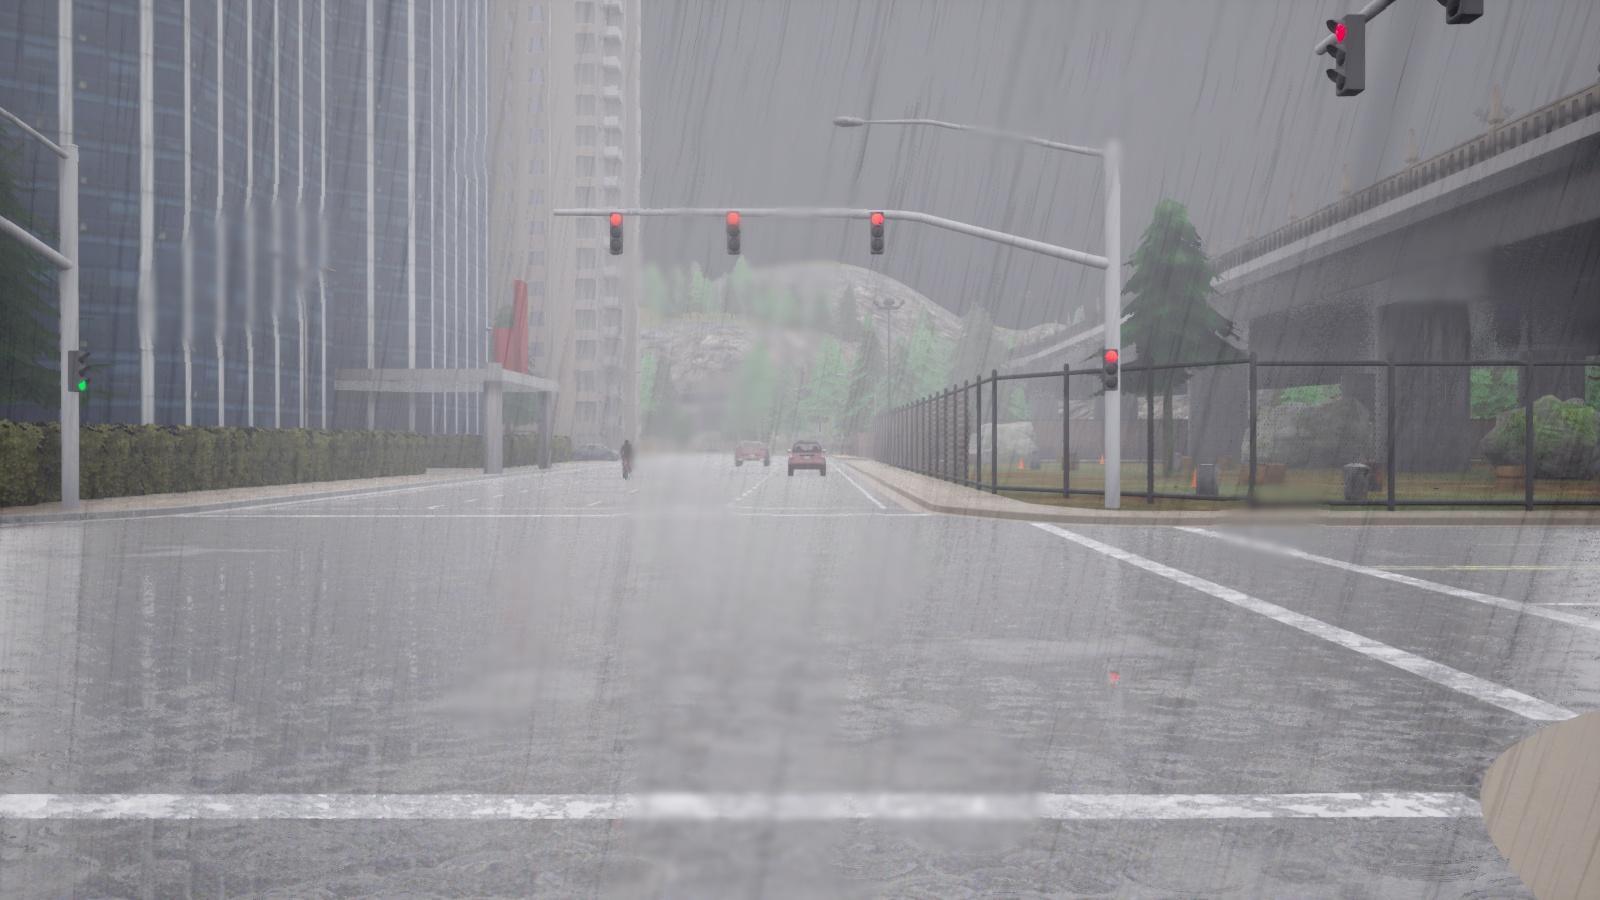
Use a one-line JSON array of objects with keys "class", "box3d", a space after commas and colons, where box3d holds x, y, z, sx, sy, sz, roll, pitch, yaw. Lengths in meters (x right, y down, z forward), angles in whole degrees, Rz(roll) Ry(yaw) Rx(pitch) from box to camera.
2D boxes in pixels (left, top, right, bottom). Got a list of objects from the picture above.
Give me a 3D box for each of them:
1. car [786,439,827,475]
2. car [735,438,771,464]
[{"class": "car", "box3d": [0.321, 0.314, 58.597, 1.851, 1.617, 3.988, 0, 0, 0]}, {"class": "car", "box3d": [-3.054, 0.058, 82.384, 2.152, 1.651, 5.027, 0, 0, 0]}]
